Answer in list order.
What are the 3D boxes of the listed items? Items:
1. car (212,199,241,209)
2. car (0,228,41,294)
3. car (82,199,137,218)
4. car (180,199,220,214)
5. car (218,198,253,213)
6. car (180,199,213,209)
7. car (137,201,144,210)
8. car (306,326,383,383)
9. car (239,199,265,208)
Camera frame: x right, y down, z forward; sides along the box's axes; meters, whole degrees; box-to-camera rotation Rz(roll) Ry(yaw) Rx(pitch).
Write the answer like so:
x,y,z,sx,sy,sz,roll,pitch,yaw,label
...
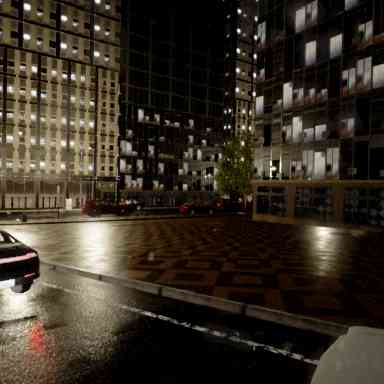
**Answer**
x,y,z,sx,sy,sz,roll,pitch,yaw,label
5.582,1.872,53.343,4.313,1.339,1.947,1,1,-34,car
-5.399,1.488,7.537,4.902,1.511,2.128,0,0,35,car
-8.679,1.645,34.031,5.009,1.841,2.192,1,1,-34,car
0.673,1.966,40.437,4.507,1.381,1.887,1,1,-34,car
5.356,1.782,43.634,5.009,1.841,2.192,1,1,-34,car
0.764,1.784,50.045,4.829,1.417,1.752,1,1,-34,car
-8.453,1.720,43.739,4.403,1.369,2.008,1,1,-34,car
2.945,1.602,1.586,4.718,1.301,1.895,0,0,36,car
10.260,1.934,56.544,4.206,1.307,1.802,1,1,-34,car
